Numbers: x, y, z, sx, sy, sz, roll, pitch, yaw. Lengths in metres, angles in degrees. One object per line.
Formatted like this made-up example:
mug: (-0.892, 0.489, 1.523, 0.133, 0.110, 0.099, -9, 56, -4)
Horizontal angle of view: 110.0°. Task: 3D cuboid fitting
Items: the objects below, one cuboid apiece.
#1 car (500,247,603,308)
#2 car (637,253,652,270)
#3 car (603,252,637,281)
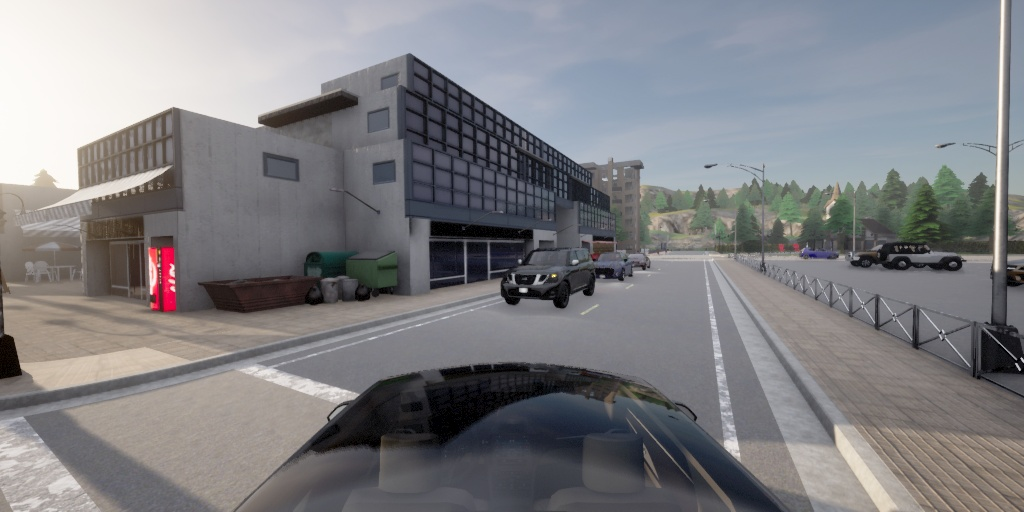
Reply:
car: (1.656, 0.679, 13.983, 2.150, 2.045, 5.566, 0, 1, 28)
car: (11.070, 0.431, 31.706, 1.812, 1.442, 4.674, 0, 2, 28)
car: (6.268, 0.539, 22.671, 2.097, 1.767, 4.553, 0, 2, 28)
